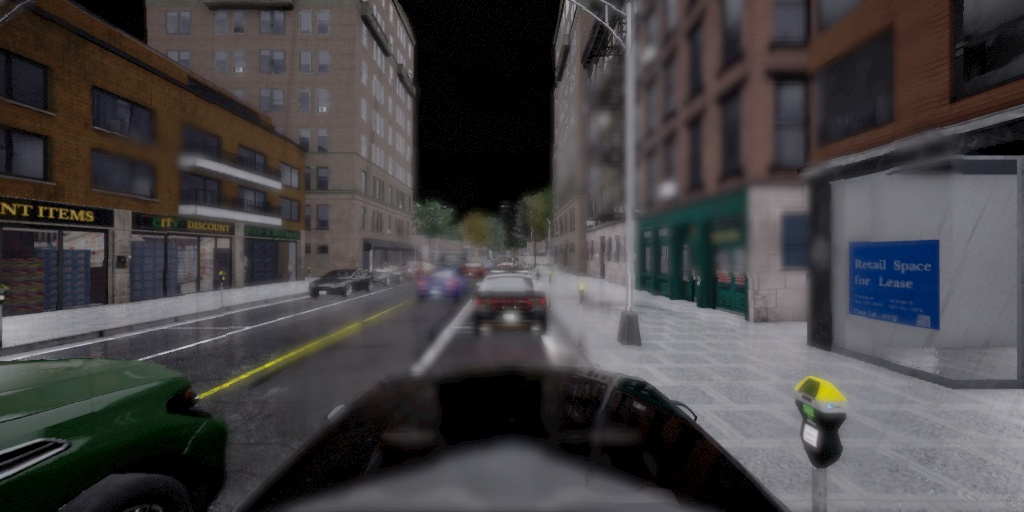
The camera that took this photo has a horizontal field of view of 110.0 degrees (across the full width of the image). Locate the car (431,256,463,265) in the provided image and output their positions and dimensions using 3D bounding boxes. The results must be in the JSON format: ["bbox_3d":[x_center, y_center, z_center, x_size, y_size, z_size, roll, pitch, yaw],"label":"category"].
[{"bbox_3d":[-5.866,0.981,34.478,2.150,2.045,5.566,0,0,0],"label":"car"}]

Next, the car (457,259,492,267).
[{"bbox_3d":[-2.936,1.233,28.943,1.882,1.535,5.008,0,0,0],"label":"car"}]

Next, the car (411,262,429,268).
[{"bbox_3d":[-8.408,1.195,29.238,1.967,1.591,4.097,0,0,0],"label":"car"}]

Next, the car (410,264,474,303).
[{"bbox_3d":[-3.021,1.276,16.531,1.812,1.442,4.674,0,0,0],"label":"car"}]

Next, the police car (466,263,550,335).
[{"bbox_3d":[-0.012,1.175,10.610,1.930,1.638,5.238,0,0,0],"label":"police car"}]

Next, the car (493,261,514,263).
[{"bbox_3d":[-0.383,1.281,29.411,1.751,1.417,4.829,0,0,0],"label":"car"}]

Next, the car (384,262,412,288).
[{"bbox_3d":[-8.408,1.303,23.719,2.007,1.370,4.403,0,0,0],"label":"car"}]

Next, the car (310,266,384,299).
[{"bbox_3d":[-8.408,1.316,18.201,1.948,1.339,4.313,0,0,0],"label":"car"}]

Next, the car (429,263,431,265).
[{"bbox_3d":[-8.408,1.285,34.586,1.751,1.417,4.829,0,0,0],"label":"car"}]
